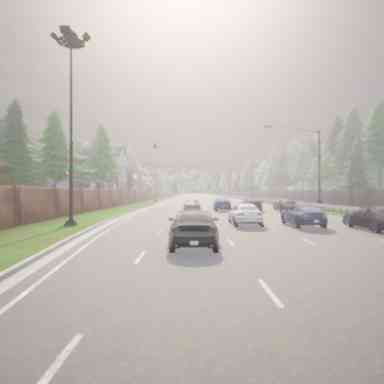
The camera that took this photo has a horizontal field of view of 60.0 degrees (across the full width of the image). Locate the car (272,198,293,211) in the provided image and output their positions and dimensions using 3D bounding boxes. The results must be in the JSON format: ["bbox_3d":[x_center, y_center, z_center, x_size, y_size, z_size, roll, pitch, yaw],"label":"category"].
[{"bbox_3d":[10.504,1.440,37.797,2.128,1.511,4.902,0,0,0],"label":"car"}]

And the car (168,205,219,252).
[{"bbox_3d":[0.067,1.490,13.764,1.837,1.490,4.892,0,0,0],"label":"car"}]

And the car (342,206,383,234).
[{"bbox_3d":[10.553,1.516,18.958,2.033,1.411,5.357,0,0,0],"label":"car"}]

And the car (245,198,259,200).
[{"bbox_3d":[7.000,1.428,39.343,1.882,1.535,5.008,0,0,0],"label":"car"}]

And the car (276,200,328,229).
[{"bbox_3d":[7.044,1.495,21.167,1.812,1.442,4.674,0,0,0],"label":"car"}]

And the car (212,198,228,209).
[{"bbox_3d":[3.500,1.431,39.284,1.882,1.535,5.008,0,0,0],"label":"car"}]

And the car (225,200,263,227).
[{"bbox_3d":[3.545,1.498,22.309,1.812,1.442,4.674,0,0,0],"label":"car"}]

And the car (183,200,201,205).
[{"bbox_3d":[0.012,1.510,34.591,2.033,1.411,5.357,0,0,0],"label":"car"}]
